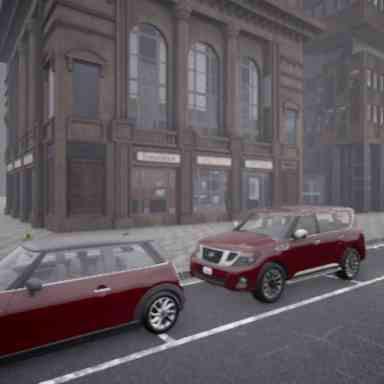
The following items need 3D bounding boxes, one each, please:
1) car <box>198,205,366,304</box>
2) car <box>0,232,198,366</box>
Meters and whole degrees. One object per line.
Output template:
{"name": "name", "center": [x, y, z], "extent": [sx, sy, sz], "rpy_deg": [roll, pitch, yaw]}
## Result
{"name": "car", "center": [2.372, 1.300, 8.338], "extent": [5.009, 1.841, 2.192], "rpy_deg": [0, 0, -36]}
{"name": "car", "center": [-2.187, 1.438, 5.085], "extent": [4.097, 1.590, 1.967], "rpy_deg": [0, 0, -36]}
